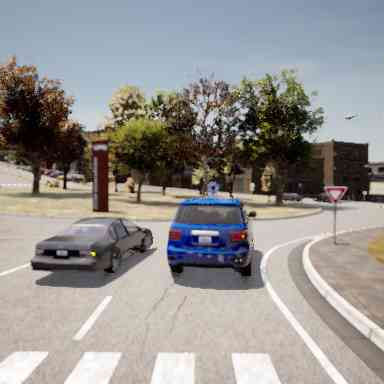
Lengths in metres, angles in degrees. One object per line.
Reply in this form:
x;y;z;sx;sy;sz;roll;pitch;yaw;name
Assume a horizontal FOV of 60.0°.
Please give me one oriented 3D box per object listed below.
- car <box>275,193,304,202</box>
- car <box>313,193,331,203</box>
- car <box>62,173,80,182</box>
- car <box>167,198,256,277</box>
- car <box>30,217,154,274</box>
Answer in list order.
16.036;0.831;55.029;2.033;1.411;5.357;-1;2;-23;car
20.633;0.877;51.340;2.128;1.511;4.902;0;2;-15;car
-31.077;-3.496;88.660;2.231;1.521;4.892;7;6;28;car
0.804;1.188;10.432;2.150;2.045;5.566;0;1;11;car
-2.748;1.501;10.497;2.033;1.411;5.357;0;0;9;car
